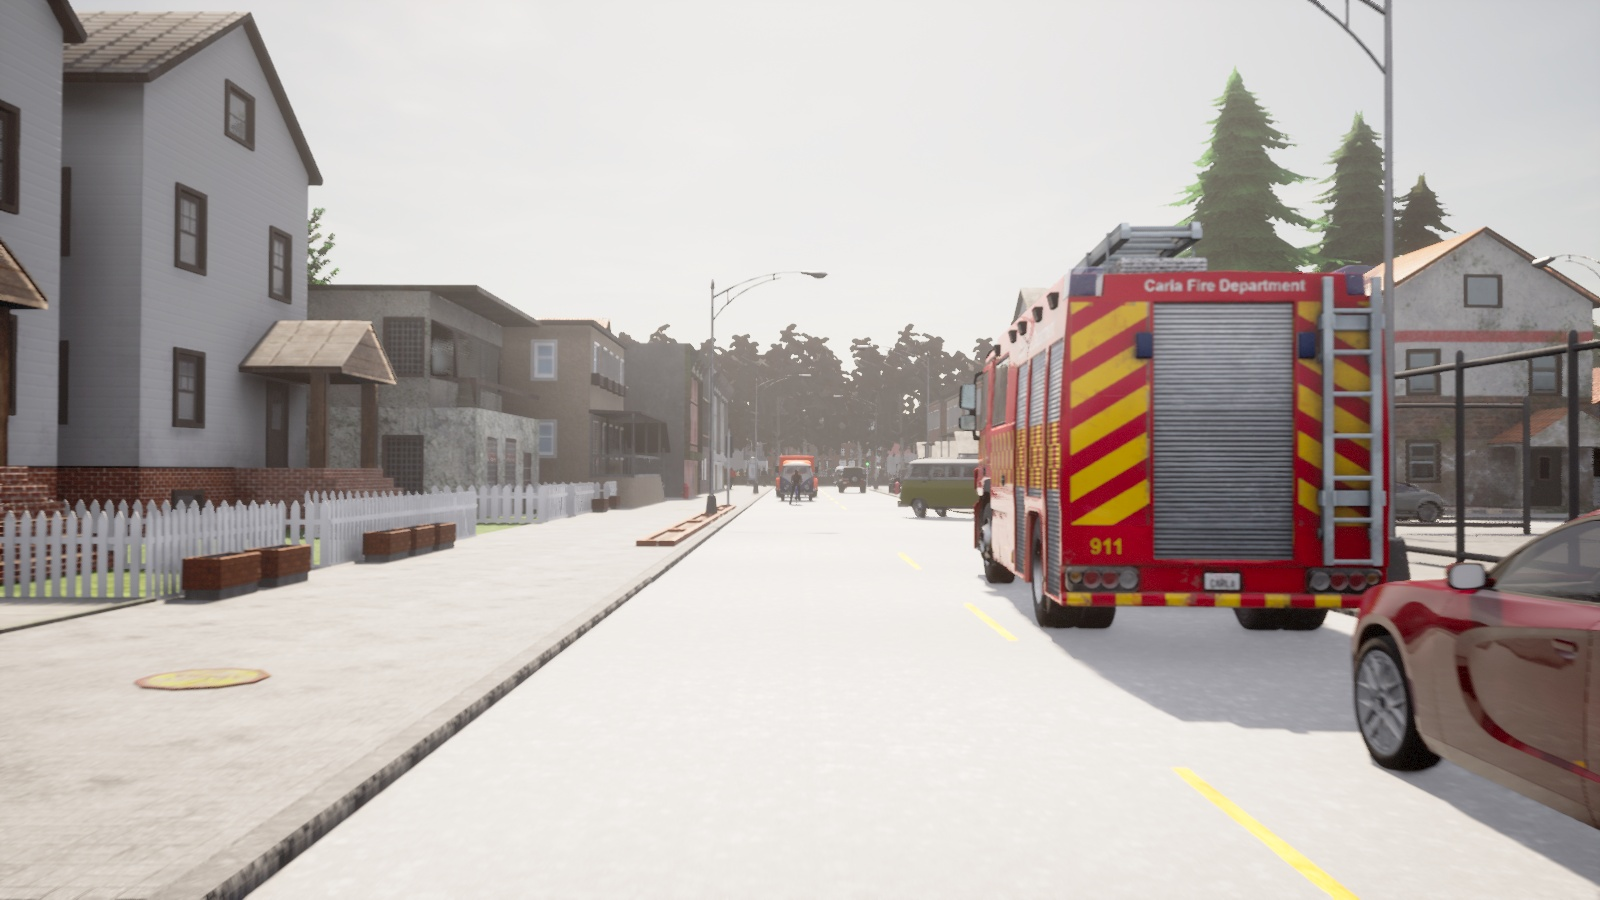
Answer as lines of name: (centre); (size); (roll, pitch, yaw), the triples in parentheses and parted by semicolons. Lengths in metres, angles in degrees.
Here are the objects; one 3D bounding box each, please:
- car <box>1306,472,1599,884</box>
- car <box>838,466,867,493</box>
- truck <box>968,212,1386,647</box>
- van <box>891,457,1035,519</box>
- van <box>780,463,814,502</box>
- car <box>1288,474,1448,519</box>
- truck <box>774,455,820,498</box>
car: (3.949, 0.861, 5.088); (1.882, 1.535, 5.008); (0, -1, 2)
car: (3.782, 2.116, 91.179); (1.905, 1.878, 3.866); (0, -1, 0)
truck: (3.881, -0.110, 15.327); (2.891, 3.827, 8.468); (0, -1, 3)
van: (5.422, 1.246, 42.054); (4.442, 1.987, 1.775); (-1, -1, 37)
van: (-0.158, 1.673, 66.300); (1.775, 1.987, 4.442); (0, -1, 0)
car: (18.104, 1.475, 40.147); (4.181, 1.385, 1.994); (0, -1, 0)
truck: (-0.183, 1.586, 75.615); (2.627, 2.467, 5.204); (0, -1, 0)
